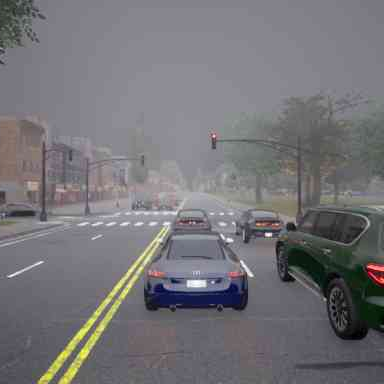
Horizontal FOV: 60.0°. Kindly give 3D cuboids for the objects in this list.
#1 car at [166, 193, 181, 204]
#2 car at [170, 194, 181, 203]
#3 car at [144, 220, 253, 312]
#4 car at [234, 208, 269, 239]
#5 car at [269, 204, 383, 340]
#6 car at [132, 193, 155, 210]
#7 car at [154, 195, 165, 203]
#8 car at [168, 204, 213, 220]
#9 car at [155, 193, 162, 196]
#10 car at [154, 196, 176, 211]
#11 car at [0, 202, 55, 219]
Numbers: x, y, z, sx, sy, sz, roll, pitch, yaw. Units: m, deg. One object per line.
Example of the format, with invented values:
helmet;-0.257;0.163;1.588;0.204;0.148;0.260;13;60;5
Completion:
car;-3.449;1.252;55.909;2.150;2.045;5.566;0;0;0
car;-3.380;1.261;69.456;2.097;1.767;4.553;0;1;0
car;0.066;1.583;7.824;1.994;1.385;4.181;0;0;0
car;3.263;1.581;16.539;1.837;1.490;4.892;0;0;0
car;3.314;1.235;6.677;2.150;2.045;5.566;0;0;0
car;-6.685;1.330;44.851;2.150;2.045;5.566;0;0;0
car;-6.634;1.438;68.860;1.812;1.442;4.674;0;0;0
car;0.010;1.582;16.711;1.837;1.490;4.892;0;0;1
car;-6.688;1.252;55.096;2.150;2.045;5.566;0;1;0
car;-3.427;1.621;42.917;1.837;1.490;4.892;0;0;0
car;-14.651;1.626;29.262;4.902;1.511;2.128;1;0;-3
